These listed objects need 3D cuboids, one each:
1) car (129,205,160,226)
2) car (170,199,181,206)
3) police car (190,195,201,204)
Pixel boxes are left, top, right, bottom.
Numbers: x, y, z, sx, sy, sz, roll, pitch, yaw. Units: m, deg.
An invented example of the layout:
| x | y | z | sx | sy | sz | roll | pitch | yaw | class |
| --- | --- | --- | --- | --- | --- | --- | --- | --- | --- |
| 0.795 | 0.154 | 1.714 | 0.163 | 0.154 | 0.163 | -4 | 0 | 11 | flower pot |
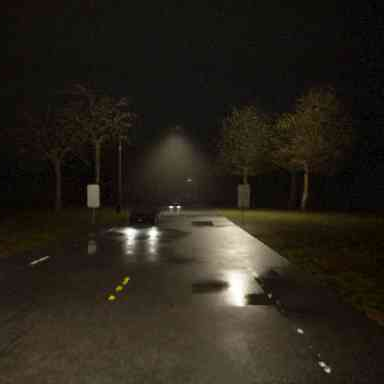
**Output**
| x | y | z | sx | sy | sz | roll | pitch | yaw | class |
| --- | --- | --- | --- | --- | --- | --- | --- | --- | --- |
| -3.567 | 1.715 | 25.544 | 1.882 | 1.535 | 5.008 | 0 | -1 | 0 | car |
| -3.416 | 2.152 | 67.617 | 1.812 | 1.442 | 4.674 | 0 | 0 | 0 | car |
| 1.153 | 2.145 | 82.603 | 1.930 | 1.638 | 5.238 | 0 | 0 | 0 | police car |
